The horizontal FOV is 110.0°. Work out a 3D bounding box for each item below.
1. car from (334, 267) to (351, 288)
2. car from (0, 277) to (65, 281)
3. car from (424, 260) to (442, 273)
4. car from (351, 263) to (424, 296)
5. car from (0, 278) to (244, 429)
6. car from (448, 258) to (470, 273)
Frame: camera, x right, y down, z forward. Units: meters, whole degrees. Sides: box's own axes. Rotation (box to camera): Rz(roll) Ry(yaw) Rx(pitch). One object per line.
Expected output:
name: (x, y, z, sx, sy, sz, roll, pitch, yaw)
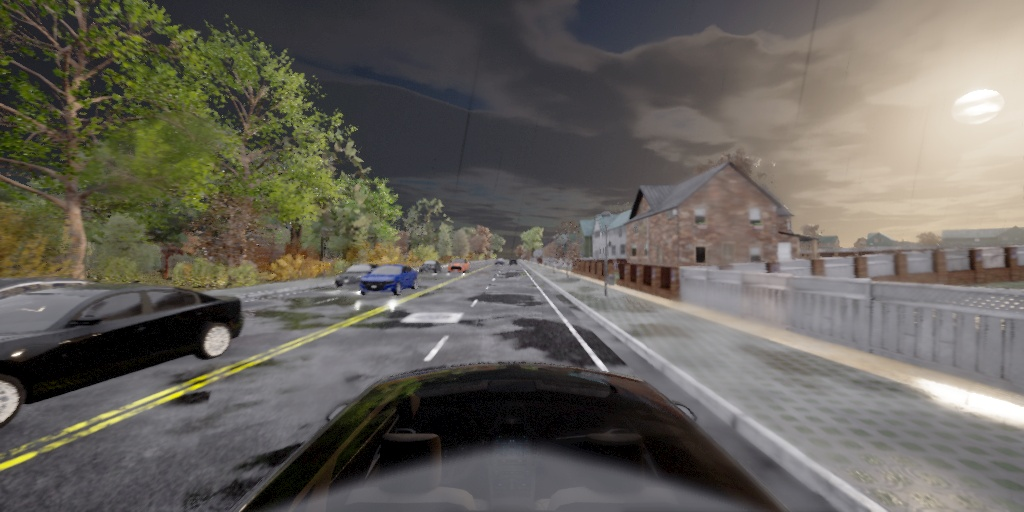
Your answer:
car: (-9.742, 1.224, 23.441, 1.812, 1.442, 4.674, 0, 0, 1)
car: (-9.839, 1.185, 6.807, 2.128, 1.511, 4.902, 0, 0, 0)
car: (-9.617, 1.235, 42.805, 1.812, 1.442, 4.674, 0, 0, 0)
car: (-6.528, 1.194, 19.468, 1.882, 1.535, 5.008, 0, 0, 0)
car: (-6.593, 1.190, 5.460, 1.882, 1.535, 5.008, 0, 0, 0)
car: (-6.364, 1.077, 43.096, 2.097, 1.767, 4.553, 0, 0, 0)
